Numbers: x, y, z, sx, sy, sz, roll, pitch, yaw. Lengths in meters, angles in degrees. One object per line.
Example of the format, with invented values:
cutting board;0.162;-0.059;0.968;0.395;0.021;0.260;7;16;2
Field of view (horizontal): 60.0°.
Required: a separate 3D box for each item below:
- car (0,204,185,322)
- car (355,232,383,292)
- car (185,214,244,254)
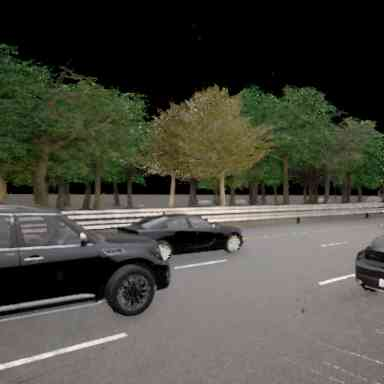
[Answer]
car;-3.086;1.225;5.844;5.566;2.045;2.150;0;0;-36
car;5.766;1.555;7.855;4.892;1.490;1.837;0;0;-35
car;-0.302;1.513;12.127;5.008;1.535;1.882;0;0;-35
